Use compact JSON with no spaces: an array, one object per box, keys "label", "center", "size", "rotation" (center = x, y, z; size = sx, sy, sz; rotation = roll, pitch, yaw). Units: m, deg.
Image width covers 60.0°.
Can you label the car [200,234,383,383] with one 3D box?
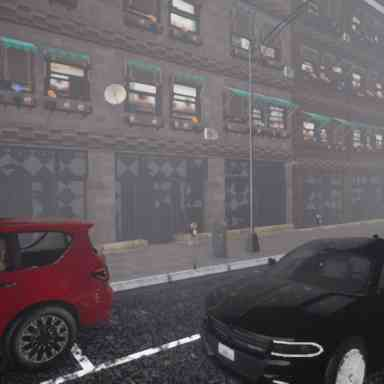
[{"label":"car","center":[2.407,1.475,5.097],"size":[5.008,1.535,1.882],"rotation":[0,0,-36]}]

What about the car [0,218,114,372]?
[{"label":"car","center":[-3.478,1.315,4.108],"size":[5.009,1.841,2.192],"rotation":[0,-1,-35]}]
